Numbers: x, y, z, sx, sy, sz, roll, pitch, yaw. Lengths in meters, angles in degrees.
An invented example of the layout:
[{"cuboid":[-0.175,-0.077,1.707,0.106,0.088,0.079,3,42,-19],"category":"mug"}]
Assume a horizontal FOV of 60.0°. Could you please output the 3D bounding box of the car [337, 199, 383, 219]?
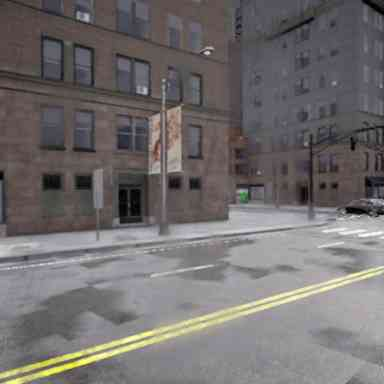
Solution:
[{"cuboid":[14.109,1.300,27.066,2.128,1.511,4.902,0,0,-23],"category":"car"}]
